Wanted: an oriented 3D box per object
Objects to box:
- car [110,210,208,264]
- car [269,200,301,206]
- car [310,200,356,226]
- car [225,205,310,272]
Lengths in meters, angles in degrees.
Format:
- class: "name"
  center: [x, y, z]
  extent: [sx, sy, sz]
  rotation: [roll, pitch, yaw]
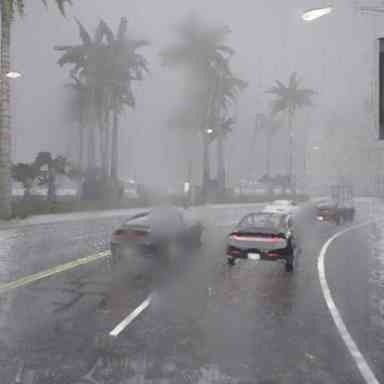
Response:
- class: "car"
  center: [-0.903, 1.404, 11.624]
  extent: [1.837, 1.490, 4.892]
  rotation: [0, 1, 22]
- class: "car"
  center: [6.829, 1.311, 24.339]
  extent: [1.812, 1.442, 4.674]
  rotation: [0, 1, 41]
- class: "car"
  center: [9.283, 1.312, 21.836]
  extent: [1.837, 1.490, 4.892]
  rotation: [0, 1, 40]
- class: "car"
  center: [2.470, 1.397, 10.671]
  extent: [2.128, 1.511, 4.902]
  rotation: [0, 1, 22]
